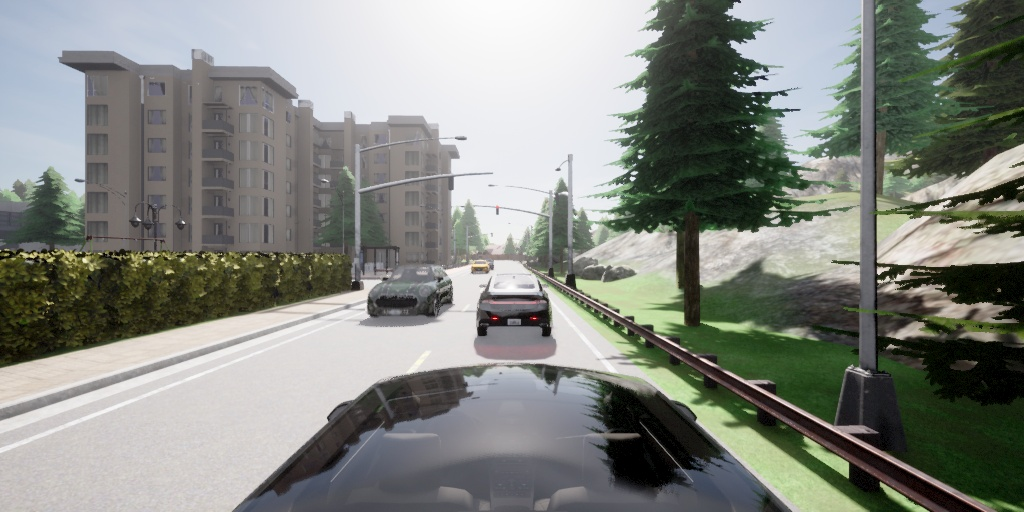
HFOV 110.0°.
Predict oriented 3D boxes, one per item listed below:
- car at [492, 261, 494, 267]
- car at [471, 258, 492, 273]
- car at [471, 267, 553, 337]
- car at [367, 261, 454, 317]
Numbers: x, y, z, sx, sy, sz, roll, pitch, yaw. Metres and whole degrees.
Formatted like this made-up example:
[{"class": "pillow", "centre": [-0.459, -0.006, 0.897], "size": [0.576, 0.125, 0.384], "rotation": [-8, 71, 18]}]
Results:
[{"class": "car", "centre": [-3.707, 1.102, 51.932], "size": [2.097, 1.767, 4.553], "rotation": [0, 0, 0]}, {"class": "car", "centre": [-3.693, 1.227, 42.321], "size": [1.882, 1.535, 5.008], "rotation": [0, 0, 0]}, {"class": "car", "centre": [0.058, 1.242, 10.331], "size": [2.128, 1.511, 4.902], "rotation": [0, 0, 0]}, {"class": "car", "centre": [-3.470, 1.102, 13.033], "size": [2.097, 1.767, 4.553], "rotation": [0, 0, 1]}]
